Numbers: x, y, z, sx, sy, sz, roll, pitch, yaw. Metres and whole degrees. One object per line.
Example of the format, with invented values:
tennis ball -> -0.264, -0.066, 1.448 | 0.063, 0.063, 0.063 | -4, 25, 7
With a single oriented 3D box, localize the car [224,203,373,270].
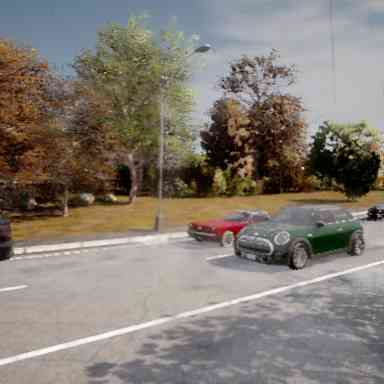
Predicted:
car -> 3.524, 1.215, 10.730 | 4.553, 1.767, 2.097 | -1, 1, -35

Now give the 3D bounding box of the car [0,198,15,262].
car -> -7.144, 1.115, 7.525 | 5.566, 2.045, 2.150 | 0, 0, -35

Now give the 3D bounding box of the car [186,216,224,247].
car -> 2.113, 1.420, 14.022 | 4.718, 1.301, 1.895 | -1, 1, -35

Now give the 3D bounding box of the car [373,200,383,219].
car -> 13.771, 1.006, 22.067 | 5.357, 1.411, 2.033 | -2, 2, -35
